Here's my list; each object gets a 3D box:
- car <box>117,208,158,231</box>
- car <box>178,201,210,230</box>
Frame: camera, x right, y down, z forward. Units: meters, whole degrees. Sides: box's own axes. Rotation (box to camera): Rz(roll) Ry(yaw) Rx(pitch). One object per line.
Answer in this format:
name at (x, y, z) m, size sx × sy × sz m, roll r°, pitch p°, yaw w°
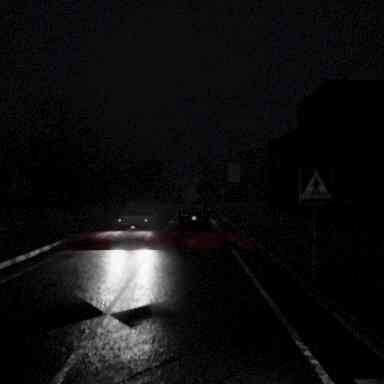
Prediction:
car at (-3.276, 1.662, 20.693) m, size 1.895 × 1.301 × 4.718 m, roll 0°, pitch 0°, yaw 1°
car at (0.119, 1.565, 21.907) m, size 2.163 × 1.488 × 4.792 m, roll 0°, pitch 0°, yaw 0°
